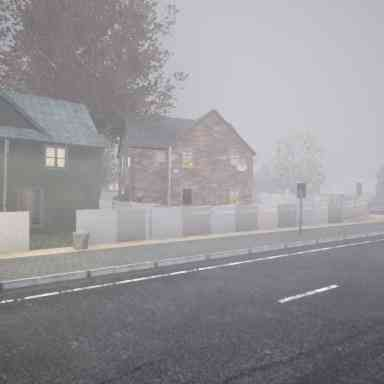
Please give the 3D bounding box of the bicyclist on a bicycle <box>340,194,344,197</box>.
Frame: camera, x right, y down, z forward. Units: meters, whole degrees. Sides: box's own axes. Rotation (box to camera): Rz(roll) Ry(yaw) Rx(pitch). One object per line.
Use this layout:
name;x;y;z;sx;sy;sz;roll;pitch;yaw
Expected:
bicyclist on a bicycle;19.456;1.035;43.118;1.656;1.620;0.582;1;0;-20

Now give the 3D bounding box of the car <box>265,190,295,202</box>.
car;12.079;0.747;46.283;2.150;2.045;5.566;1;0;-20

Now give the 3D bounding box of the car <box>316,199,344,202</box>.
car;15.592;1.177;36.547;2.128;1.511;4.902;1;0;-20
